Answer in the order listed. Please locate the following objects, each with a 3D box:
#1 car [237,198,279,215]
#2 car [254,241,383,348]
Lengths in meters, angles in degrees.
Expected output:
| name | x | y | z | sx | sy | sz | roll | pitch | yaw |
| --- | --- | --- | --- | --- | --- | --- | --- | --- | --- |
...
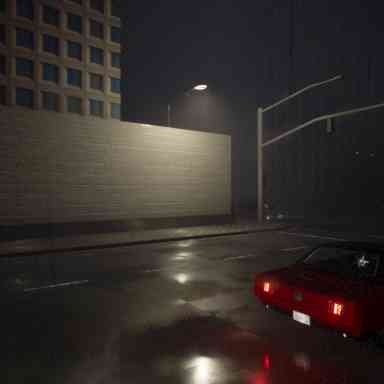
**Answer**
| name | x | y | z | sx | sy | sz | roll | pitch | yaw |
| --- | --- | --- | --- | --- | --- | --- | --- | --- | --- |
| car | 6.863 | 1.407 | 34.721 | 2.097 | 1.767 | 4.553 | 0 | 0 | -35 |
| car | 3.467 | 1.601 | 6.259 | 4.718 | 1.301 | 1.895 | 0 | 0 | -35 |
